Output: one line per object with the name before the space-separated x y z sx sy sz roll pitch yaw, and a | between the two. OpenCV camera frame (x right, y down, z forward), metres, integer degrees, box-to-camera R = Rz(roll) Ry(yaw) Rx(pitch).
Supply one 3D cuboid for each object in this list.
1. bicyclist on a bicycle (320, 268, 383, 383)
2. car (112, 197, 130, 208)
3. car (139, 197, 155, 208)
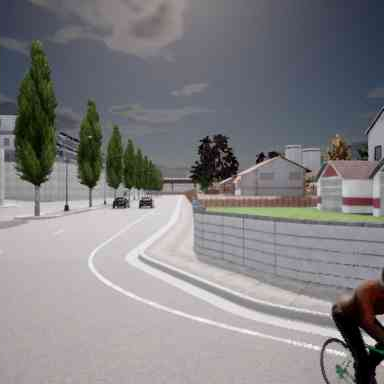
bicyclist on a bicycle | 1.701 1.453 3.027 0.582 1.620 1.656 0 2 -15
car | -9.963 1.505 47.033 1.837 1.490 4.892 0 0 -1
car | -6.467 1.505 47.538 1.837 1.490 4.892 0 0 -2
